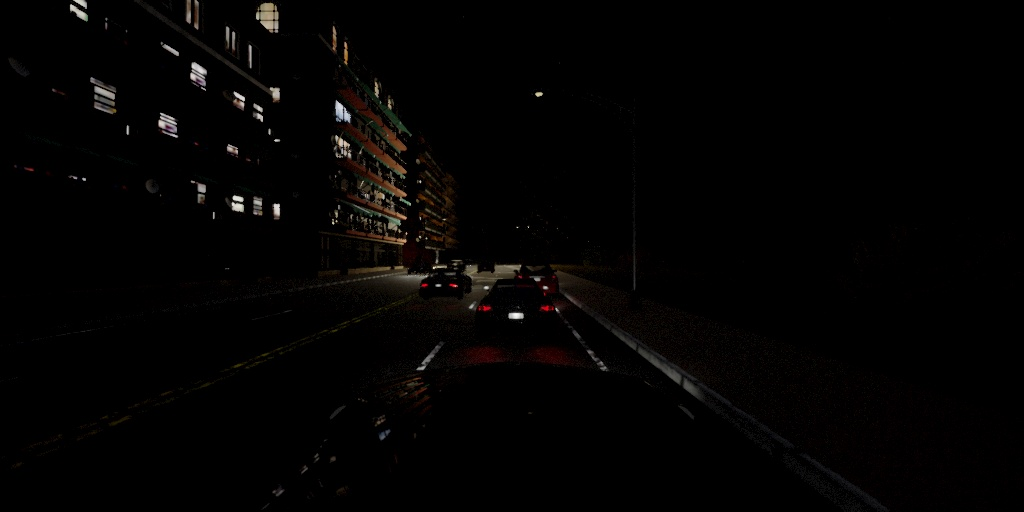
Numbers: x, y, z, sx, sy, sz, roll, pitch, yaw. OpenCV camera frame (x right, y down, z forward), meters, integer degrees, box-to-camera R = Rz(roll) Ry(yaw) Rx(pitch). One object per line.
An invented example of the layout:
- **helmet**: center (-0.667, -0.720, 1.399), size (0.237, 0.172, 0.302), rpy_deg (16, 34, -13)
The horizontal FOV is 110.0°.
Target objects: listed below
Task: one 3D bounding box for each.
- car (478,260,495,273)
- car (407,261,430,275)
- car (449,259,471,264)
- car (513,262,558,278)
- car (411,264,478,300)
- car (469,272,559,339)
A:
- **car**: center (-3.080, 1.231, 43.567), size (1.882, 1.535, 5.008), rpy_deg (0, 0, 0)
- **car**: center (-9.790, 1.279, 38.458), size (1.812, 1.442, 4.674), rpy_deg (0, 0, 0)
- **car**: center (-6.533, 1.245, 42.276), size (2.128, 1.511, 4.902), rpy_deg (0, 0, 0)
- **car**: center (1.166, 1.104, 18.653), size (2.097, 1.767, 4.553), rpy_deg (0, 0, 0)
- **car**: center (-3.112, 1.301, 17.700), size (2.033, 1.411, 5.357), rpy_deg (0, 0, 0)
- **car**: center (0.109, 1.316, 10.074), size (1.994, 1.385, 4.181), rpy_deg (0, 0, 1)
